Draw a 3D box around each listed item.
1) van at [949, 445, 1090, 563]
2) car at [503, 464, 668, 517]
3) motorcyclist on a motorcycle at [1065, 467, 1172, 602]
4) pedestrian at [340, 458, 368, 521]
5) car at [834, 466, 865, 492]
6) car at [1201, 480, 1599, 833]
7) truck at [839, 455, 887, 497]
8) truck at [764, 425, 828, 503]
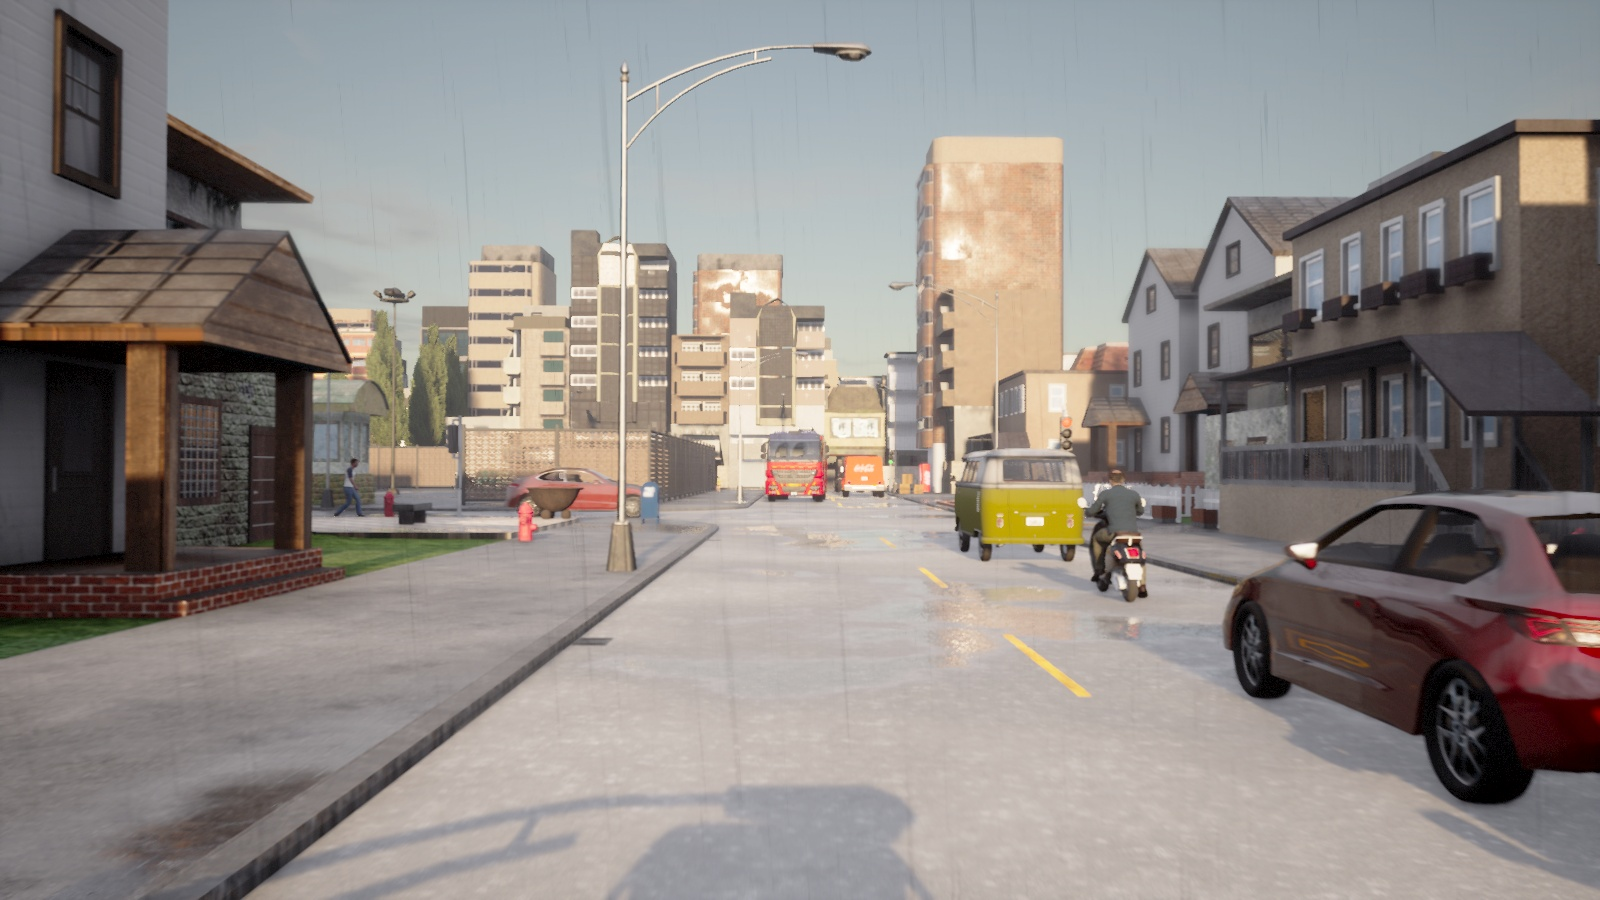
[{"bbox_3d":[3.949,0.942,23.315,1.775,1.987,4.442,0,-1,-1],"label":"van"},{"bbox_3d":[-6.963,1.309,41.108,5.027,1.651,2.152,0,-1,0],"label":"car"},{"bbox_3d":[3.959,1.016,15.753,0.866,1.590,1.817,0,-1,0],"label":"motorcyclist on a motorcycle"},{"bbox_3d":[-13.057,1.161,36.778,0.706,1.836,0.354,0,-1,-7],"label":"pedestrian"},{"bbox_3d":[3.621,2.139,92.227,1.905,1.878,3.866,0,-1,-4],"label":"car"},{"bbox_3d":[3.980,0.938,7.494,1.816,1.474,4.193,0,-1,0],"label":"car"},{"bbox_3d":[3.801,1.596,76.867,2.627,2.467,5.204,0,-1,0],"label":"truck"},{"bbox_3d":[-0.096,0.754,65.951,2.891,3.827,8.468,0,-1,3],"label":"truck"}]
